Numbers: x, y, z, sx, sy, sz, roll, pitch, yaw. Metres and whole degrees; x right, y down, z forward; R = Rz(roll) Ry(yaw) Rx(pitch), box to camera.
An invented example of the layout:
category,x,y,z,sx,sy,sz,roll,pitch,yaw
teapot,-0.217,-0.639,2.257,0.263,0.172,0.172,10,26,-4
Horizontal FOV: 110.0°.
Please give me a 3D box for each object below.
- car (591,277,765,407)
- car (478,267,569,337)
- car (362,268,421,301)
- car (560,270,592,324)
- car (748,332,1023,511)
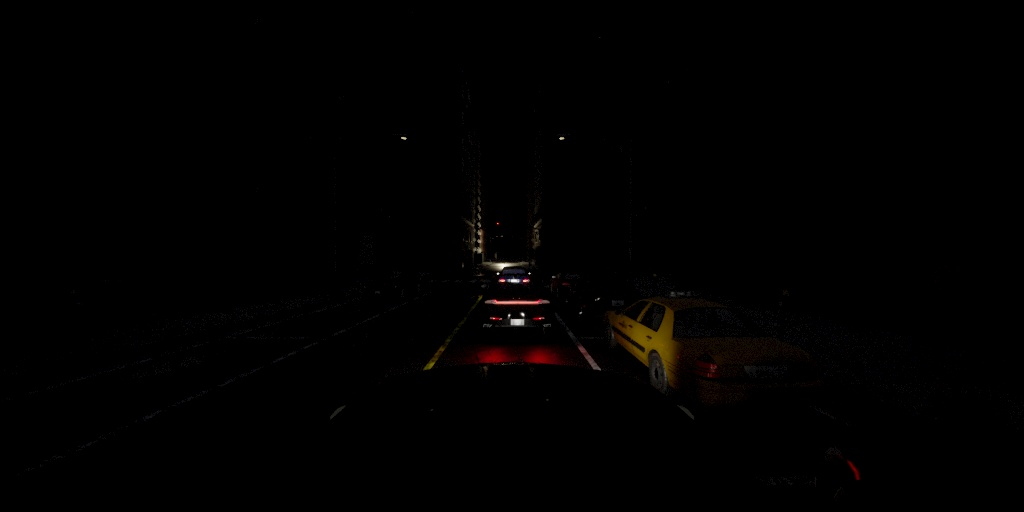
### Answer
category,x,y,z,sx,sy,sz,roll,pitch,yaw
car,2.874,1.274,6.360,1.751,1.417,4.829,0,0,0
car,0.104,1.239,10.301,2.128,1.511,4.902,0,0,0
car,-5.668,1.290,17.361,1.888,1.381,4.507,0,0,0
car,2.876,1.312,11.776,1.948,1.339,4.313,0,0,0
car,2.873,1.301,0.604,2.007,1.370,4.403,0,0,0
